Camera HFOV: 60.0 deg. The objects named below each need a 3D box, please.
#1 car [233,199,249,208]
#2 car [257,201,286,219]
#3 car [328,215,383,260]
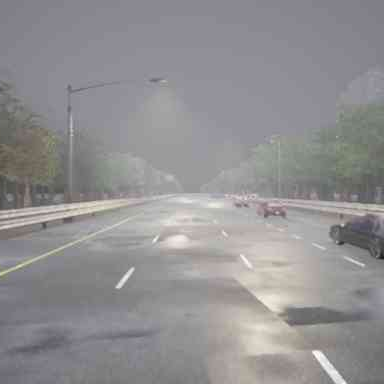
[{"bbox_3d":[7.131,1.634,49.137,1.895,1.301,4.718,0,0,0],"label":"car"},{"bbox_3d":[7.051,1.553,29.683,1.812,1.442,4.674,0,0,0],"label":"car"},{"bbox_3d":[7.010,1.554,12.423,2.033,1.411,5.357,0,0,0],"label":"car"}]
